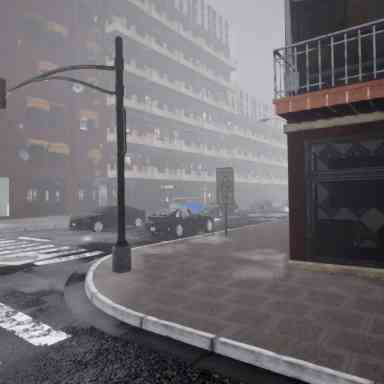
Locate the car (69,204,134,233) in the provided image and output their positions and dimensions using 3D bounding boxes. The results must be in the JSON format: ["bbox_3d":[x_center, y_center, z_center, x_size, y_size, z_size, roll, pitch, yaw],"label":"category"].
[{"bbox_3d":[-4.919,1.476,19.943,1.882,1.535,5.008,-1,-1,36],"label":"car"}]

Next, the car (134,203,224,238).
[{"bbox_3d":[-0.507,1.435,16.803,2.008,1.369,4.403,-1,-1,36],"label":"car"}]

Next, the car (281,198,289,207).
[{"bbox_3d":[15.285,1.150,48.039,2.150,2.045,5.566,-1,-1,36],"label":"car"}]

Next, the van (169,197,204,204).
[{"bbox_3d":[-0.438,1.365,30.449,1.690,1.788,3.998,-1,-1,36],"label":"van"}]

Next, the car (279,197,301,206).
[{"bbox_3d":[15.672,1.496,52.962,1.752,1.417,4.829,-1,-1,36],"label":"car"}]

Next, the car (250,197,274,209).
[{"bbox_3d":[9.287,1.431,44.040,1.967,1.590,4.097,-1,-1,36],"label":"car"}]

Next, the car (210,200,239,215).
[{"bbox_3d":[2.562,1.470,30.395,1.837,1.490,4.892,-1,0,35],"label":"car"}]
